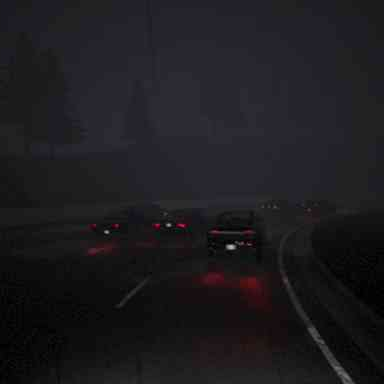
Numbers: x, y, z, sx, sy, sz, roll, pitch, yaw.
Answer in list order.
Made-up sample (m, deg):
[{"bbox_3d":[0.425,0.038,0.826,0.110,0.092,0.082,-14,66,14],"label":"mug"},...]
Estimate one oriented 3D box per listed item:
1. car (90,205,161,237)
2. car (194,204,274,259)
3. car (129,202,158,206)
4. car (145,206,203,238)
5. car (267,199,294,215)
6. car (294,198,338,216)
[{"bbox_3d":[-3.465,1.672,18.604,1.895,1.301,4.718,-1,0,20],"label":"car"},{"bbox_3d":[1.810,1.451,12.533,2.128,1.511,4.902,-1,0,15],"label":"car"},{"bbox_3d":[-3.638,1.579,26.907,1.837,1.490,4.892,-2,0,28],"label":"car"},{"bbox_3d":[-0.154,1.548,17.644,2.033,1.411,5.357,-1,0,21],"label":"car"},{"bbox_3d":[8.533,1.362,31.497,2.033,1.411,5.357,-1,0,42],"label":"car"},{"bbox_3d":[11.317,1.248,29.363,2.128,1.511,4.902,-1,0,42],"label":"car"}]
